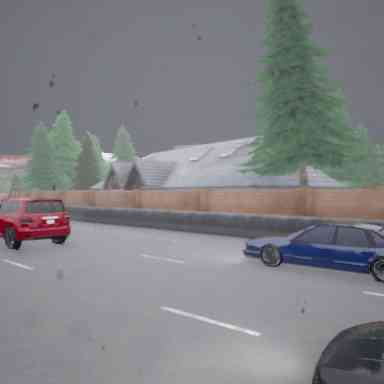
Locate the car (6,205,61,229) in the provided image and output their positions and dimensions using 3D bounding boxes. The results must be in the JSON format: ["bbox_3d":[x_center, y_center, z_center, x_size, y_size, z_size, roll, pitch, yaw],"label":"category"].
[{"bbox_3d":[-10.917,1.642,22.688,4.718,1.301,1.895,0,0,45],"label":"car"}]

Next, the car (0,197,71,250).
[{"bbox_3d":[-7.508,1.248,14.710,5.566,2.045,2.150,0,0,41],"label":"car"}]

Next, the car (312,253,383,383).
[{"bbox_3d":[3.206,1.514,1.800,4.892,1.490,1.837,0,0,35],"label":"car"}]

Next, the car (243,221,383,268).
[{"bbox_3d":[4.209,1.574,9.656,5.357,1.411,2.033,0,0,37],"label":"car"}]
